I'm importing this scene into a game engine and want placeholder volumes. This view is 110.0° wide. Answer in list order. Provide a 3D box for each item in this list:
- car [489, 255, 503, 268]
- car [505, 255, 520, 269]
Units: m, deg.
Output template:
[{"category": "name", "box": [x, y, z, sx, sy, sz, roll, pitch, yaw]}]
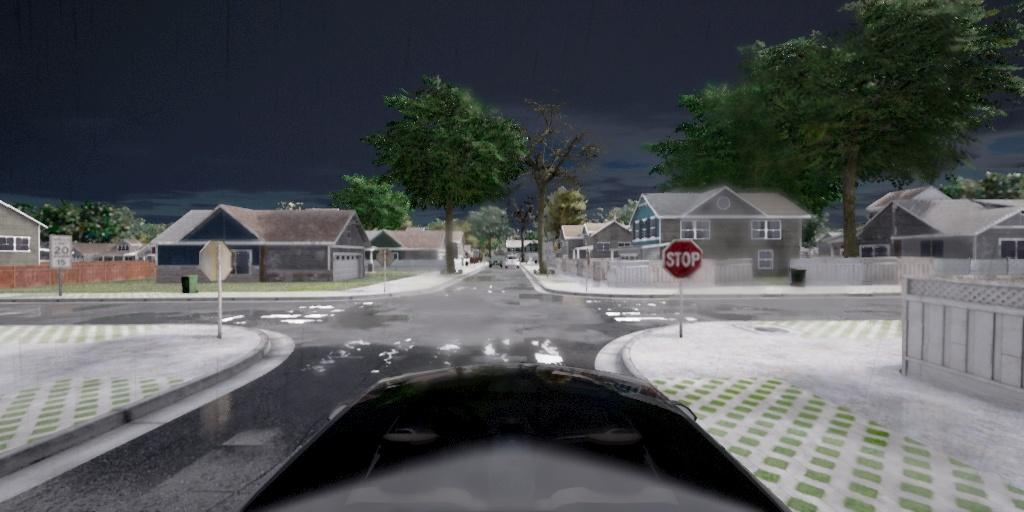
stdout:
[{"category": "car", "box": [-2.703, 0.927, 61.103, 2.150, 2.045, 5.566, 0, 0, 0]}, {"category": "car", "box": [0.044, 0.931, 56.991, 2.150, 2.045, 5.566, 0, 0, 0]}]
